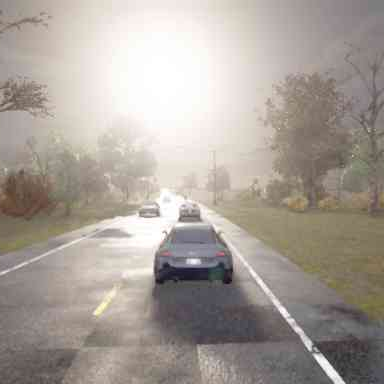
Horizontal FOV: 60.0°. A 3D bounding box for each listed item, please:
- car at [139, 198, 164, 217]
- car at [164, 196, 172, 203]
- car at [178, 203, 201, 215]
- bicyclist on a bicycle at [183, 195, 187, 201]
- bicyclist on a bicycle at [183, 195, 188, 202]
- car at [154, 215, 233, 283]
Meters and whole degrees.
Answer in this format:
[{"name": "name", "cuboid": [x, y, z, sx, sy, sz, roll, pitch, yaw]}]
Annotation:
[{"name": "car", "cuboid": [-4.017, 1.597, 32.434, 1.812, 1.442, 4.674, 0, 0, -1]}, {"name": "car", "cuboid": [-5.483, 1.638, 72.763, 1.812, 1.442, 4.674, 0, 0, -3]}, {"name": "car", "cuboid": [-0.231, 1.610, 28.604, 2.033, 1.411, 5.357, 0, 0, -1]}, {"name": "bicyclist on a bicycle", "cuboid": [-1.896, 1.626, 87.696, 0.866, 1.612, 1.509, 0, 0, -4]}, {"name": "bicyclist on a bicycle", "cuboid": [-1.342, 1.538, 78.693, 0.659, 1.776, 1.843, 0, 0, -3]}, {"name": "car", "cuboid": [0.030, 1.586, 9.736, 1.994, 1.385, 4.181, 0, 0, 0]}]
